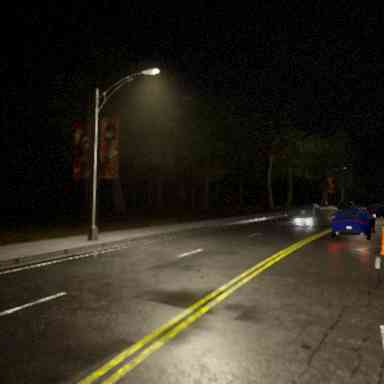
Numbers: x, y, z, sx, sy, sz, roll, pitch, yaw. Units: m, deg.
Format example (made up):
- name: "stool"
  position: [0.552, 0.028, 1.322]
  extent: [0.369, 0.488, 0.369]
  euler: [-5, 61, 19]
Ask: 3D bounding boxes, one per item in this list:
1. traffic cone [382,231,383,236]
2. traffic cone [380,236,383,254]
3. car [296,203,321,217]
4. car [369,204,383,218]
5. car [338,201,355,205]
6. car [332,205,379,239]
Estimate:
- name: "traffic cone"
  position: [8.458, 2.122, 14.599]
  extent: [0.340, 0.580, 0.340]
  euler: [-1, -1, 30]
- name: "traffic cone"
  position: [7.469, 2.103, 12.861]
  extent: [0.340, 0.580, 0.340]
  euler: [-1, -1, 30]
- name: "car"
  position: [13.039, 1.986, 37.181]
  extent: [2.128, 1.511, 4.902]
  euler: [-1, -1, 33]
- name: "car"
  position: [18.178, 1.884, 32.790]
  extent: [1.882, 1.535, 5.008]
  euler: [-1, -1, 33]
- name: "car"
  position: [17.938, 1.854, 38.758]
  extent: [2.097, 1.767, 4.553]
  euler: [-1, -1, 33]
- name: "car"
  position: [9.277, 1.703, 18.959]
  extent: [1.882, 1.535, 5.008]
  euler: [-1, -1, 32]
